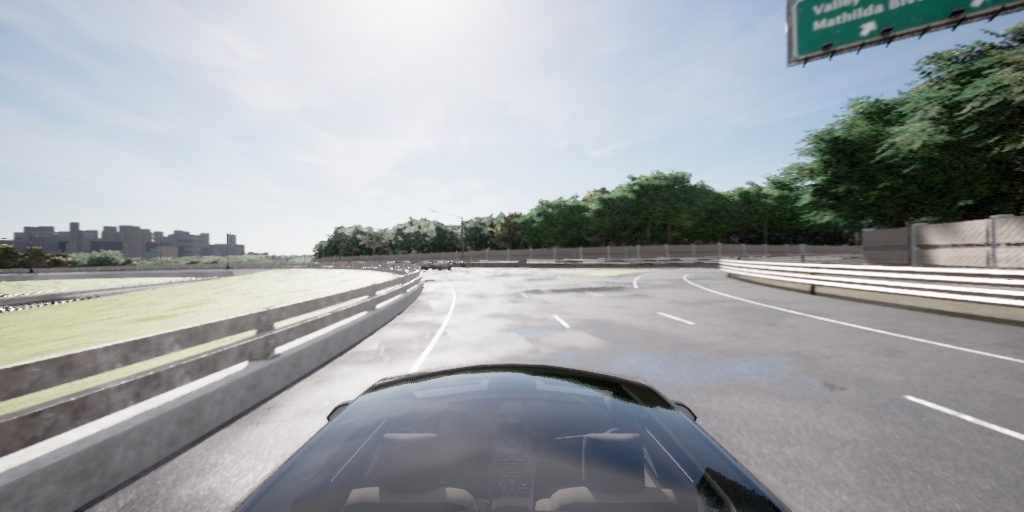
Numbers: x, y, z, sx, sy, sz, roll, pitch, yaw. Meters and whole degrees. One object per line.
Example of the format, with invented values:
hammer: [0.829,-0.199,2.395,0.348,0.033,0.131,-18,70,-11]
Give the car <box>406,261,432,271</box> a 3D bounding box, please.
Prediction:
car: [-14.197,1.671,54.611,1.895,1.301,4.718,-1,0,-31]

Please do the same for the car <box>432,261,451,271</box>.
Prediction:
car: [-11.077,1.500,56.191,2.128,1.511,4.902,-1,0,-31]
